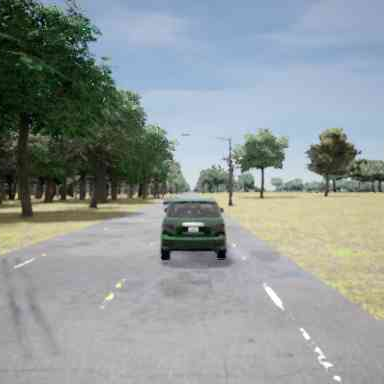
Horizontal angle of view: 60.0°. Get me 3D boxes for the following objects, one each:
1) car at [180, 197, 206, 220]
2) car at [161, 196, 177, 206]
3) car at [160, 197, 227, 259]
[{"bbox_3d":[0.079,1.310,28.620,2.097,1.767,4.553,0,0,0],"label":"car"},{"bbox_3d":[-3.546,1.443,52.530,2.033,1.411,5.357,0,0,0],"label":"car"},{"bbox_3d":[0.067,1.206,12.659,2.150,2.045,5.566,0,0,1],"label":"car"}]
